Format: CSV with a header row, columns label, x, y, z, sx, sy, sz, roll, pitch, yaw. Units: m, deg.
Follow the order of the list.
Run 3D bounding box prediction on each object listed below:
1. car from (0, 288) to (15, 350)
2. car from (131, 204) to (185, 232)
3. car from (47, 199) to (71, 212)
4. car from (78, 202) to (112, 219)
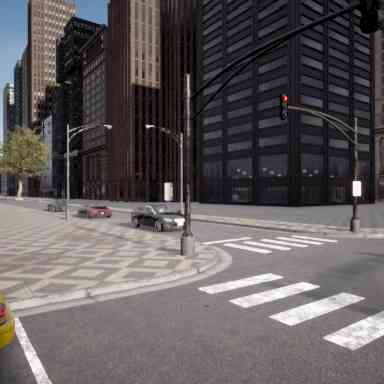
label,x,y,z,sx,sy,sz,roll,pitch,yaw
car,-4.573,1.526,3.389,4.829,1.417,1.752,0,0,-36
car,-2.078,1.534,20.561,2.128,1.511,4.902,0,0,-36
car,-16.107,1.605,40.080,1.837,1.490,4.892,0,1,-36
car,-8.748,1.634,29.825,1.994,1.385,4.181,0,0,-36
